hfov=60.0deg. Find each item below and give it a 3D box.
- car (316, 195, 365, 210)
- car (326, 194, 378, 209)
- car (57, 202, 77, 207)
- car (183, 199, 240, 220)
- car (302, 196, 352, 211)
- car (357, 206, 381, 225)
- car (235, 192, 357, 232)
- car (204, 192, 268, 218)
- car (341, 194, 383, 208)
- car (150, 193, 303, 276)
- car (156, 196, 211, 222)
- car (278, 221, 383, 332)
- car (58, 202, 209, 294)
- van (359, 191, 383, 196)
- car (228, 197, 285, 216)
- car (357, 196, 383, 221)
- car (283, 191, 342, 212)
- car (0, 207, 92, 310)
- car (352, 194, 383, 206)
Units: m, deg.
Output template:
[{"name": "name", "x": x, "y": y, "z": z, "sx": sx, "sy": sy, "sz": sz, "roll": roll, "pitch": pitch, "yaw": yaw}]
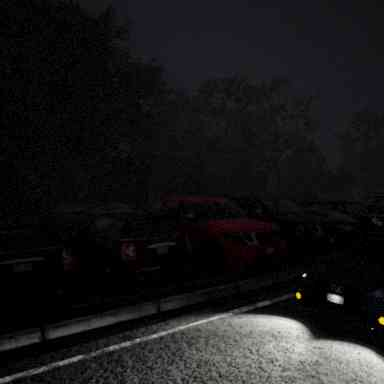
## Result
[{"name": "car", "x": 17.342, "y": 1.175, "z": 38.946, "sx": 2.163, "sy": 1.488, "sz": 4.792, "roll": -1, "pitch": 0, "yaw": -36}, {"name": "car", "x": 19.473, "y": 1.103, "z": 40.731, "sx": 1.946, "sy": 1.575, "sz": 5.366, "roll": -1, "pitch": 1, "yaw": -36}, {"name": "car", "x": -7.529, "y": 1.425, "z": 21.221, "sx": 2.231, "sy": 1.521, "sz": 4.892, "roll": -1, "pitch": 0, "yaw": -36}, {"name": "car", "x": 1.526, "y": 1.360, "z": 27.648, "sx": 2.163, "sy": 1.488, "sz": 4.792, "roll": -1, "pitch": 0, "yaw": -36}, {"name": "car", "x": 15.044, "y": 1.207, "z": 37.376, "sx": 2.163, "sy": 1.488, "sz": 4.792, "roll": -1, "pitch": 0, "yaw": -36}, {"name": "car", "x": 4.944, "y": 1.413, "z": 14.047, "sx": 2.002, "sy": 1.452, "sz": 4.674, "roll": -1, "pitch": 0, "yaw": -36}, {"name": "car", "x": 2.676, "y": 1.145, "z": 12.395, "sx": 2.435, "sy": 2.045, "sz": 5.566, "roll": -1, "pitch": 0, "yaw": -36}, {"name": "car", "x": 3.749, "y": 1.055, "z": 29.307, "sx": 2.435, "sy": 2.045, "sz": 5.566, "roll": -1, "pitch": 0, "yaw": -36}, {"name": "car", "x": 21.843, "y": 1.065, "z": 42.191, "sx": 2.097, "sy": 1.535, "sz": 5.008, "roll": -1, "pitch": 1, "yaw": -36}, {"name": "car", "x": 0.395, "y": 1.169, "z": 10.765, "sx": 2.435, "sy": 2.045, "sz": 5.566, "roll": -1, "pitch": 0, "yaw": -36}, {"name": "car", "x": -0.769, "y": 1.228, "z": 26.081, "sx": 2.185, "sy": 1.767, "sz": 4.553, "roll": -1, "pitch": 0, "yaw": -36}, {"name": "car", "x": 3.908, "y": 1.505, "z": 6.468, "sx": 4.181, "sy": 1.385, "sz": 1.994, "roll": -1, "pitch": 0, "yaw": -35}, {"name": "car", "x": -1.883, "y": 1.319, "z": 9.134, "sx": 2.185, "sy": 1.767, "sz": 4.553, "roll": -1, "pitch": 0, "yaw": -36}, {"name": "van", "x": 11.716, "y": 1.076, "z": 19.031, "sx": 1.878, "sy": 1.987, "sz": 4.442, "roll": -1, "pitch": 0, "yaw": -36}, {"name": "car", "x": 5.918, "y": 1.280, "z": 31.050, "sx": 1.946, "sy": 1.575, "sz": 5.366, "roll": -1, "pitch": 0, "yaw": -36}, {"name": "car", "x": 7.204, "y": 1.224, "z": 15.703, "sx": 2.185, "sy": 1.767, "sz": 4.553, "roll": -1, "pitch": 0, "yaw": -36}, {"name": "car", "x": 12.817, "y": 0.956, "z": 35.715, "sx": 2.435, "sy": 2.045, "sz": 5.566, "roll": -1, "pitch": 0, "yaw": -36}, {"name": "car", "x": -4.164, "y": 1.342, "z": 7.504, "sx": 2.185, "sy": 1.767, "sz": 4.553, "roll": -1, "pitch": 0, "yaw": -36}, {"name": "car", "x": 24.103, "y": 1.023, "z": 43.805, "sx": 2.231, "sy": 1.521, "sz": 4.892, "roll": -1, "pitch": 1, "yaw": -36}]
